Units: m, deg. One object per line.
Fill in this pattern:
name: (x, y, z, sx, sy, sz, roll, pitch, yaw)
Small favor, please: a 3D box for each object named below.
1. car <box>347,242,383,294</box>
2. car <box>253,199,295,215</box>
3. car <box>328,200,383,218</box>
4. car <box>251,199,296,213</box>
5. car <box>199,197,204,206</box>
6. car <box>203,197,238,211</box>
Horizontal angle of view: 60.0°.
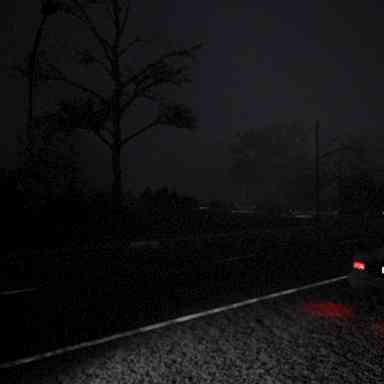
car: (5.816, 1.555, 7.728, 5.357, 1.411, 2.033, 0, 0, -34)
car: (8.271, 1.528, 33.950, 1.837, 1.490, 4.892, 0, 0, -29)
car: (14.752, 1.515, 29.984, 2.128, 1.511, 4.902, 0, 0, -33)
car: (9.437, 1.582, 39.012, 2.033, 1.411, 5.357, 0, 0, -29)
car: (2.129, 1.601, 53.262, 1.882, 1.535, 5.008, 0, 0, -25)
car: (3.824, 1.529, 42.124, 1.882, 1.535, 5.008, 0, 0, -27)
